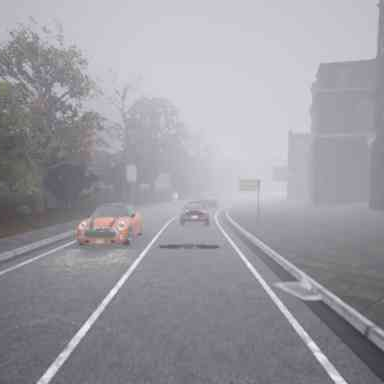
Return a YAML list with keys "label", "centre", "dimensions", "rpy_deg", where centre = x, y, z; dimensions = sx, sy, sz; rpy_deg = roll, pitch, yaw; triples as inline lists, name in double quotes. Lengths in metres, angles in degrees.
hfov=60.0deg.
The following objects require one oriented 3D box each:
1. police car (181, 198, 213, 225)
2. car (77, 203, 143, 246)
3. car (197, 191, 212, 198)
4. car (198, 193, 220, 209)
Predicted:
- label: "police car"
  centre: [0.269, 1.467, 24.192]
  dimensions: [2.038, 1.542, 4.974]
  rpy_deg: [0, 0, 2]
- label: "car"
  centre: [-3.557, 1.325, 15.132]
  dimensions: [2.097, 1.767, 4.553]
  rpy_deg: [0, 0, 1]
- label: "car"
  centre: [2.326, 0.776, 55.606]
  dimensions: [2.097, 1.767, 4.553]
  rpy_deg: [2, 2, 20]
- label: "car"
  centre: [2.455, 1.279, 42.627]
  dimensions: [1.882, 1.535, 5.008]
  rpy_deg: [1, 1, 12]
